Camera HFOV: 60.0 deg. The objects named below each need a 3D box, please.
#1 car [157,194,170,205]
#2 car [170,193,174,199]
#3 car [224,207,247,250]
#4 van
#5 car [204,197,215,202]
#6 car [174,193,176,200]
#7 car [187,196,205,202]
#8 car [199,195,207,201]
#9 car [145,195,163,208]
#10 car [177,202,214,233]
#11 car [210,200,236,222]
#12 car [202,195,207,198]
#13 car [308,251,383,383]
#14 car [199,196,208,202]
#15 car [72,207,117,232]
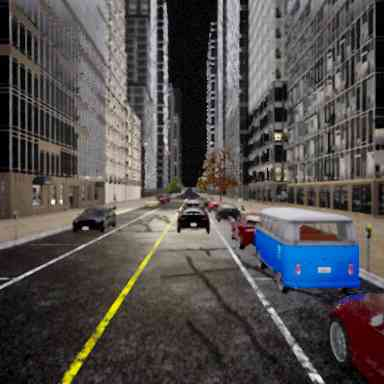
[{"bbox_3d":[-5.721,1.306,59.834,2.192,1.841,5.009,0,0,0],"label":"car"},{"bbox_3d":[-5.726,1.298,71.219,2.192,1.841,5.009,0,0,0],"label":"car"},{"bbox_3d":[2.680,1.547,14.288,1.887,1.381,4.507,0,0,0],"label":"car"},{"bbox_3d":[2.682,1.343,8.596,1.690,1.788,3.998,0,0,0],"label":"van"},{"bbox_3d":[2.670,1.583,37.059,1.802,1.307,4.206,0,0,0],"label":"car"},{"bbox_3d":[-5.734,1.400,93.988,1.967,1.590,4.097,0,0,0],"label":"car"},{"bbox_3d":[0.084,1.548,38.243,2.033,1.411,5.357,0,0,0],"label":"car"},{"bbox_3d":[2.651,1.498,82.767,1.752,1.417,4.829,0,0,0],"label":"car"},{"bbox_3d":[-5.715,1.523,48.281,1.752,1.417,4.829,0,0,0],"label":"car"},{"bbox_3d":[0.079,1.528,19.619,1.812,1.442,4.674,0,0,0],"label":"car"},{"bbox_3d":[2.676,1.553,25.673,2.008,1.369,4.403,0,0,0],"label":"car"},{"bbox_3d":[2.666,1.563,48.442,1.947,1.339,4.313,0,0,0],"label":"car"},{"bbox_3d":[2.685,1.583,2.904,1.802,1.307,4.206,0,0,0],"label":"car"},{"bbox_3d":[2.654,1.529,76.903,2.008,1.369,4.403,0,0,0],"label":"car"},{"bbox_3d":[-5.703,1.568,19.990,1.947,1.339,4.313,0,0,0],"label":"car"}]
